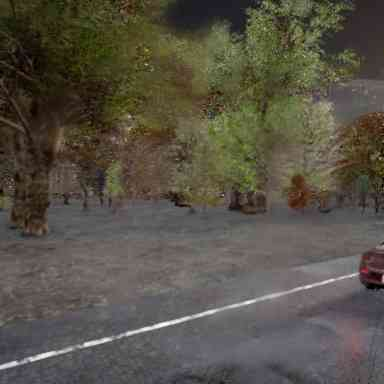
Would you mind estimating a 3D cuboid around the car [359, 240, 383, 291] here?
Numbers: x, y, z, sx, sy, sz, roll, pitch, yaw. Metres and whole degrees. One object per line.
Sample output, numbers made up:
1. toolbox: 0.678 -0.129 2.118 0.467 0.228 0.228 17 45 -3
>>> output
1. car: 5.743 1.571 7.832 4.674 1.442 1.812 0 0 -35
